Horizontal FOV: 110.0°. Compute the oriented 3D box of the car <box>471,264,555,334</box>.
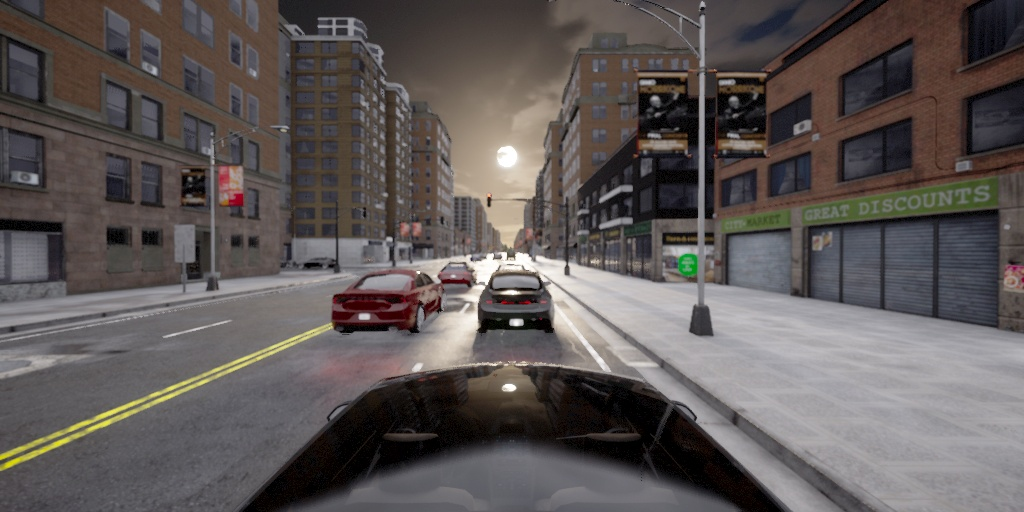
[{"bbox_3d":[0.082,1.134,10.094,1.837,1.490,4.892,0,1,0],"label":"car"}]

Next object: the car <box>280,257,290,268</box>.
[{"bbox_3d":[-27.905,0.758,41.175,4.403,1.370,2.007,0,0,0],"label":"car"}]

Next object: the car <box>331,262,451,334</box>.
[{"bbox_3d":[-3.170,1.105,10.155,1.882,1.535,5.008,0,1,0],"label":"car"}]

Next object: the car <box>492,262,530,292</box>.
[{"bbox_3d":[-0.043,1.084,20.089,1.895,1.301,4.718,0,1,0],"label":"car"}]

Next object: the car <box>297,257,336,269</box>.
[{"bbox_3d":[-22.243,0.773,41.163,4.313,1.339,1.948,0,0,0],"label":"car"}]

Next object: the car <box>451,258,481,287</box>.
[{"bbox_3d":[-3.194,1.029,21.421,1.994,1.385,4.181,0,1,-1],"label":"car"}]
